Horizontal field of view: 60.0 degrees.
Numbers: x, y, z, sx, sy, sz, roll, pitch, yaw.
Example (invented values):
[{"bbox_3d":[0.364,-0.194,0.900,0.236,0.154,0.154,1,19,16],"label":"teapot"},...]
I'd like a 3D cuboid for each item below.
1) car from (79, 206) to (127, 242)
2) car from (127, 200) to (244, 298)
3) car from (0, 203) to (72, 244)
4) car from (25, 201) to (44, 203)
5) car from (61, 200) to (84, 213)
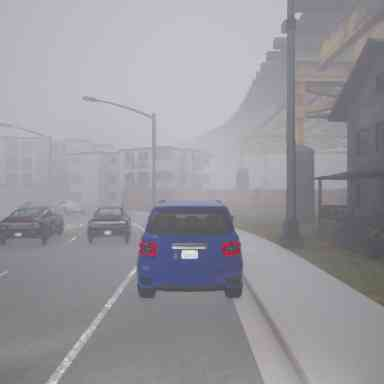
[{"bbox_3d":[-3.960,1.492,16.352,2.128,1.511,4.902,0,0,-10],"label":"car"},{"bbox_3d":[-0.039,1.220,8.680,2.150,2.045,5.566,0,0,0],"label":"car"},{"bbox_3d":[-7.412,1.493,15.780,2.128,1.511,4.902,0,0,-10],"label":"car"},{"bbox_3d":[-14.920,1.547,31.443,2.033,1.411,5.357,0,0,-41],"label":"car"},{"bbox_3d":[-12.551,1.526,34.031,1.812,1.442,4.674,0,0,-42],"label":"car"}]
